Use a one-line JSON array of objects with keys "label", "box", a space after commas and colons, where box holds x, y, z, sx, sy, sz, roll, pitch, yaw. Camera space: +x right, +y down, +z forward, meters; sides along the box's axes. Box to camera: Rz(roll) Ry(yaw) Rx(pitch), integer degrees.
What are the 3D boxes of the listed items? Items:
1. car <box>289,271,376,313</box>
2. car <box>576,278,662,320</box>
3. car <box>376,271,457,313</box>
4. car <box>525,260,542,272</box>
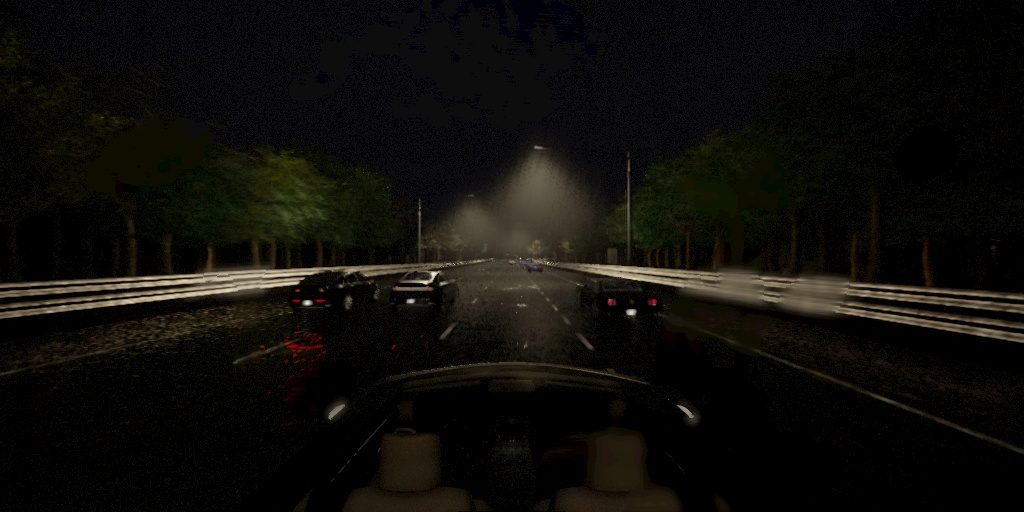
[{"label": "car", "box": [-6.904, 1.352, 14.527, 1.837, 1.490, 4.892, 0, 0, 0]}, {"label": "car", "box": [3.596, 1.436, 13.025, 1.895, 1.301, 4.718, 0, 0, 0]}, {"label": "car", "box": [-3.406, 1.339, 14.494, 2.128, 1.511, 4.902, 0, 0, 0]}, {"label": "car", "box": [3.483, 1.704, 54.497, 2.163, 1.488, 4.792, 0, 0, 0]}]
